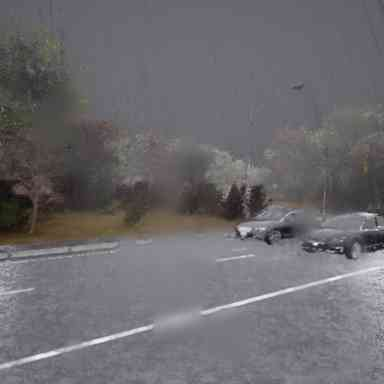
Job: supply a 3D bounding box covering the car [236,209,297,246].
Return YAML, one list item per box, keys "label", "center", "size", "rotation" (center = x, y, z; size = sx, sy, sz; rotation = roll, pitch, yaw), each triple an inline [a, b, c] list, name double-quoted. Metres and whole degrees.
- label: "car"
  center: [4.198, 1.553, 15.552]
  size: [4.902, 1.511, 2.128]
  rotation: [1, -1, -35]

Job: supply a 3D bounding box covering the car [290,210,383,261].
- label: "car"
  center: [6.157, 1.564, 12.650]
  size: [4.892, 1.490, 1.837]
  rotation: [2, -1, -35]
